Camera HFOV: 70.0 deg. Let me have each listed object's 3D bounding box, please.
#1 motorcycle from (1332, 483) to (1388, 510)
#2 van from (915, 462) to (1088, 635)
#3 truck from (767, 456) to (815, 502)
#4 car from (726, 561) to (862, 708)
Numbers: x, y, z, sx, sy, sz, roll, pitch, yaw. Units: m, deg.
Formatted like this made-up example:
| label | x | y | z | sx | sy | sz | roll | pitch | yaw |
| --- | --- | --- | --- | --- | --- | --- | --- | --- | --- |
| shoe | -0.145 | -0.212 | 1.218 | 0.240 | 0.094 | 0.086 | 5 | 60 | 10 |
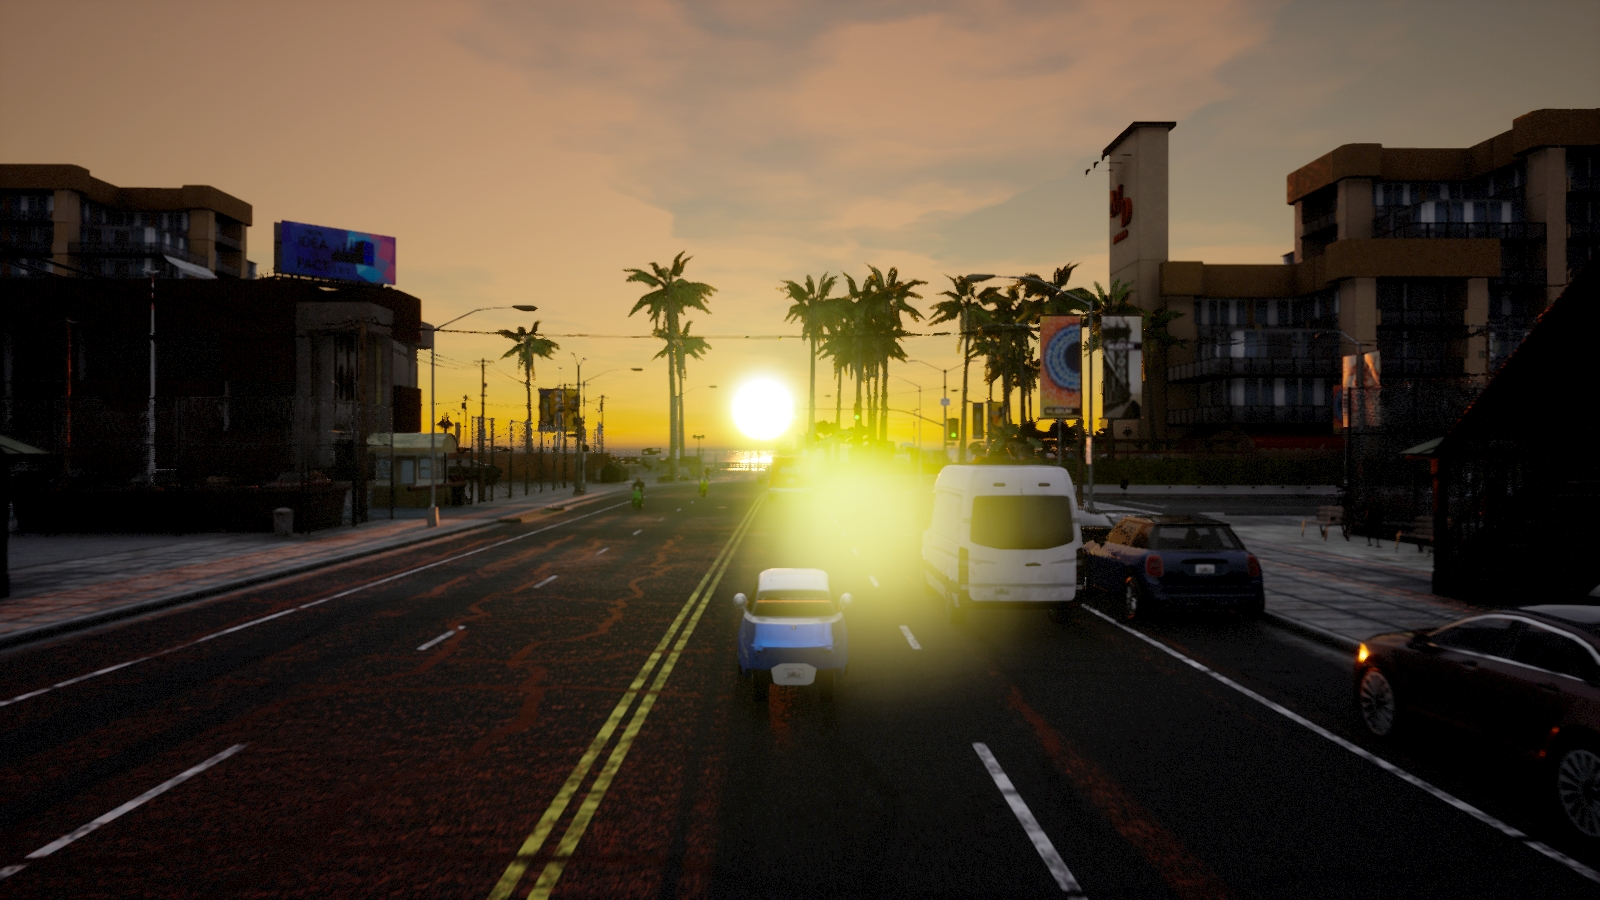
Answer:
| label | x | y | z | sx | sy | sz | roll | pitch | yaw |
| --- | --- | --- | --- | --- | --- | --- | --- | --- | --- |
| motorcycle | 26.512 | 2.207 | 54.114 | 2.209 | 1.251 | 0.867 | 0 | 0 | 0 |
| van | 3.365 | 1.535 | 20.330 | 1.988 | 2.561 | 5.915 | 0 | 0 | 0 |
| truck | -0.513 | 1.570 | 64.685 | 2.627 | 2.467 | 5.204 | 0 | 0 | 0 |
| car | -0.077 | 2.121 | 13.575 | 1.481 | 1.376 | 2.207 | 0 | 0 | 0 |
